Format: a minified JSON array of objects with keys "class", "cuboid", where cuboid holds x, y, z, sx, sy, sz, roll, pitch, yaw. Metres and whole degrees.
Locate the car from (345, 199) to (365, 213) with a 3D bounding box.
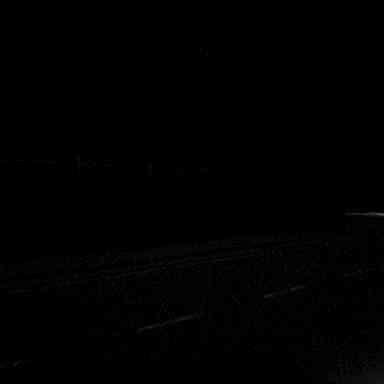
[{"class":"car","cuboid":[17.027,1.475,37.524,1.882,1.535,5.008,0,0,-22]}]
